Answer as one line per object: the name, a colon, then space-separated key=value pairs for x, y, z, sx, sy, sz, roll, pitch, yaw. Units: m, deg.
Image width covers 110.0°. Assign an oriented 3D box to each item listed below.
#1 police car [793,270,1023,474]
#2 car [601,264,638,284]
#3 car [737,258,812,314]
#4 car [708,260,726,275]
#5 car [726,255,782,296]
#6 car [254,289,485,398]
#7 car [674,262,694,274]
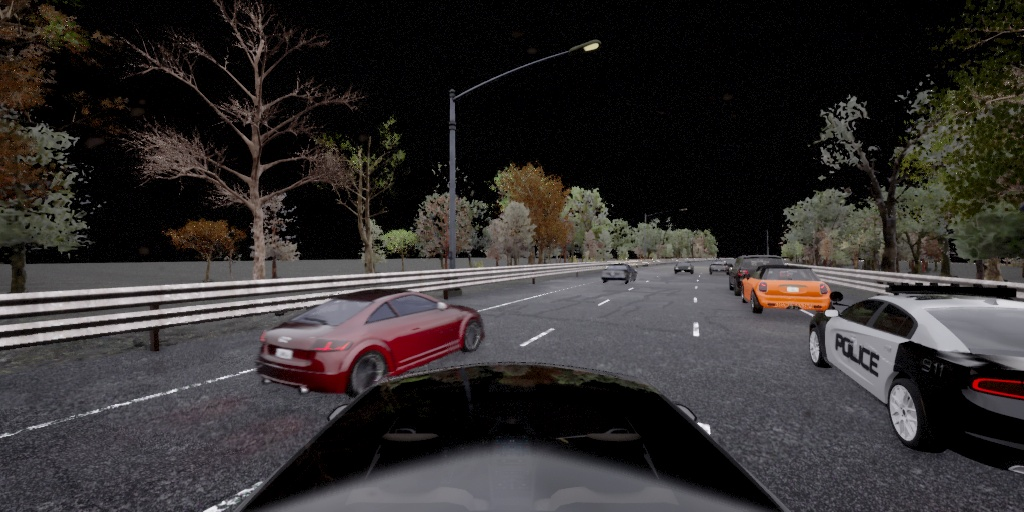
police car: x=5.637 y=1.175 z=4.743 sx=1.930 sy=1.638 sz=5.238 roll=0 pitch=0 yaw=26
car: x=8.175 y=1.303 z=27.082 sx=2.033 sy=1.411 sz=5.357 roll=0 pitch=0 yaw=28
car: x=10.015 y=1.102 z=13.438 sx=2.097 sy=1.767 sz=4.553 roll=0 pitch=0 yaw=27
car: x=22.675 y=1.261 z=39.232 sx=2.128 sy=1.511 sz=4.902 roll=0 pitch=0 yaw=30
car: x=12.761 y=0.978 z=18.755 sx=2.150 sy=2.045 sz=5.566 roll=0 pitch=0 yaw=28
car: x=-2.238 y=1.313 z=6.713 sx=1.994 sy=1.385 sz=4.181 roll=0 pitch=0 yaw=26
car: x=19.547 y=1.369 z=40.647 sx=1.895 sy=1.301 sz=4.718 roll=0 pitch=0 yaw=29
